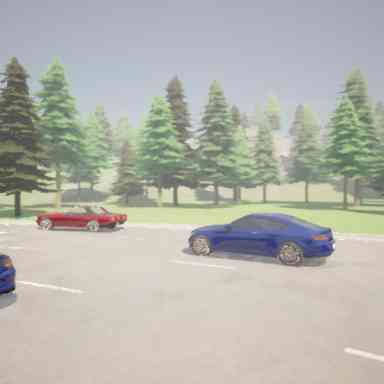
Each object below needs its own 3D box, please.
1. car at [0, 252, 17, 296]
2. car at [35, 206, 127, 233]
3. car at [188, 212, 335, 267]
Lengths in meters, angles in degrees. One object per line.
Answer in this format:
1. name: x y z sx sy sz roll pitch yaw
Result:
1. car: -5.615 1.473 6.571 4.674 1.442 1.812 0 0 22
2. car: -6.051 1.417 18.108 4.718 1.301 1.895 0 1 17
3. car: 2.090 1.387 10.776 4.674 1.442 1.812 0 0 30
